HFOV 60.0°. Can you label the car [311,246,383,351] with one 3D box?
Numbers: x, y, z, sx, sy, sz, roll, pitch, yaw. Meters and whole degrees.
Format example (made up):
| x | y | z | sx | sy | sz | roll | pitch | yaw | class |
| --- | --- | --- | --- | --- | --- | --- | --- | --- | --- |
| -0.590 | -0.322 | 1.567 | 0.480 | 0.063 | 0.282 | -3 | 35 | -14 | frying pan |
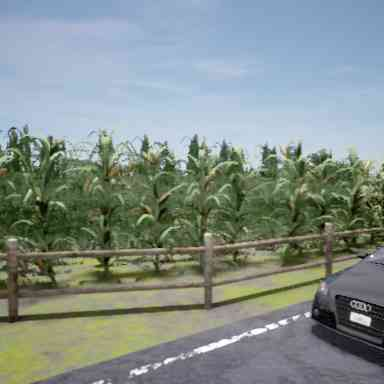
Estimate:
| x | y | z | sx | sy | sz | roll | pitch | yaw | class |
| --- | --- | --- | --- | --- | --- | --- | --- | --- | --- |
| 3.978 | 1.556 | 5.650 | 4.181 | 1.385 | 1.994 | 0 | 0 | -33 | car |
